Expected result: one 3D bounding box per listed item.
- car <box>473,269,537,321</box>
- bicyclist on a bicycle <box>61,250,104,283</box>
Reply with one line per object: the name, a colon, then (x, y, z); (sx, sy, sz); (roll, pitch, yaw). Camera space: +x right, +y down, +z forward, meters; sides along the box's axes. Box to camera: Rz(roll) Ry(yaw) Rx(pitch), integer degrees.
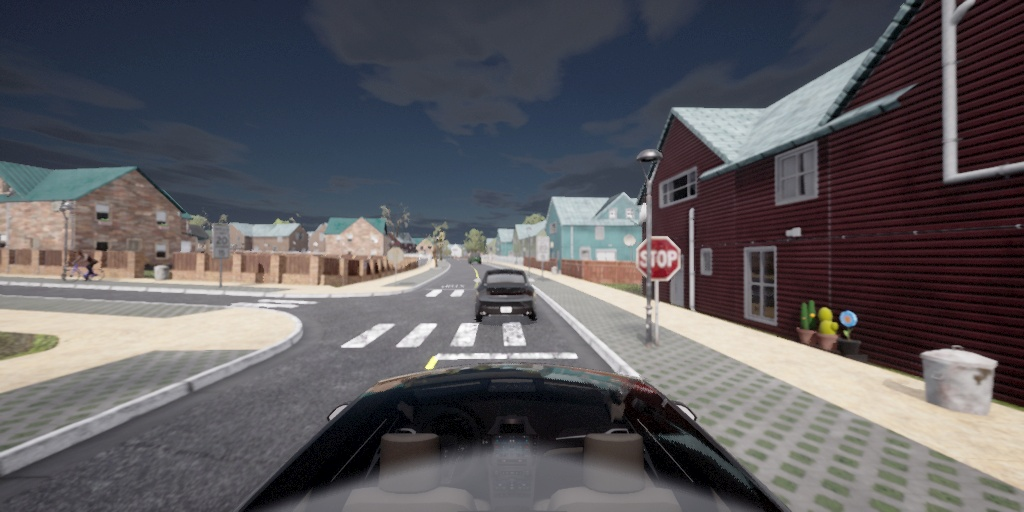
car: (-0.247, 1.185, 12.229); (1.837, 1.490, 4.892); (0, 1, -2)
bicyclist on a bicycle: (-21.743, 0.528, 18.205); (0.582, 1.620, 1.656); (1, 0, 8)
